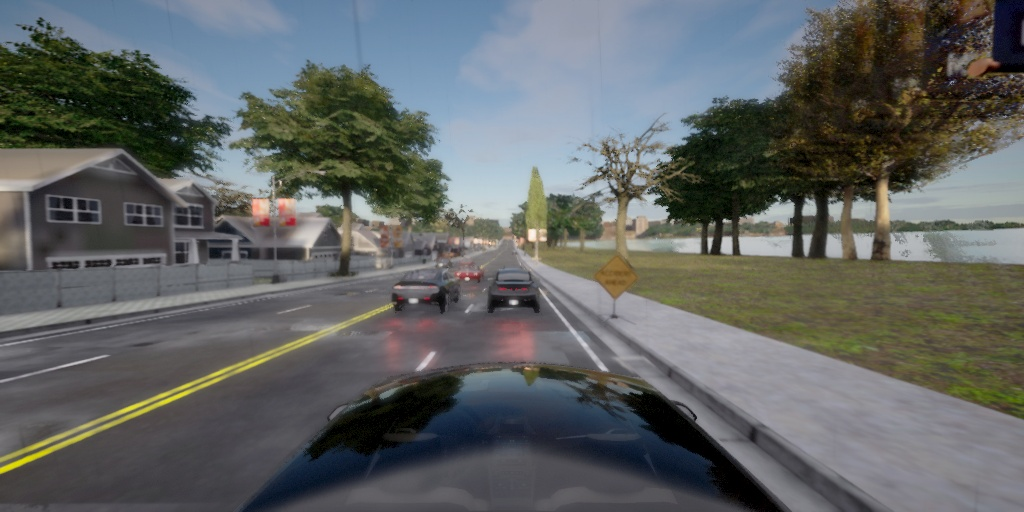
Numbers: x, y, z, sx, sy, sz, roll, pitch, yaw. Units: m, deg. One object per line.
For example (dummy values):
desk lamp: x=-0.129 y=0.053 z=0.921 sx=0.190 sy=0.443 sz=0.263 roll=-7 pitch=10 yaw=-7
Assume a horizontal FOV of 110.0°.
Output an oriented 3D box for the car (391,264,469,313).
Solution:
car: x=-3.178 y=1.241 z=14.048 sx=2.128 sy=1.511 sz=4.902 roll=0 pitch=0 yaw=0

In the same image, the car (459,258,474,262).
car: x=-6.575 y=1.049 z=51.801 sx=1.882 sy=1.535 sz=5.008 roll=0 pitch=1 yaw=0

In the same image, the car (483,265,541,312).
car: x=0.072 y=1.255 z=14.121 sx=1.837 sy=1.490 sz=4.892 roll=0 pitch=0 yaw=0

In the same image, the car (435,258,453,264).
car: x=-9.825 y=1.059 z=51.963 sx=2.128 sy=1.511 sz=4.902 roll=0 pitch=1 yaw=0

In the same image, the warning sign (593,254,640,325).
warning sign: x=2.850 y=0.867 z=10.070 sx=1.300 sy=1.860 sz=1.060 roll=0 pitch=0 yaw=0

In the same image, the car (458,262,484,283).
car: x=-3.184 y=1.338 z=27.890 sx=1.895 sy=1.301 sz=4.718 roll=0 pitch=0 yaw=0
